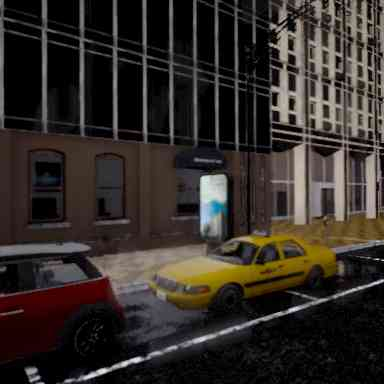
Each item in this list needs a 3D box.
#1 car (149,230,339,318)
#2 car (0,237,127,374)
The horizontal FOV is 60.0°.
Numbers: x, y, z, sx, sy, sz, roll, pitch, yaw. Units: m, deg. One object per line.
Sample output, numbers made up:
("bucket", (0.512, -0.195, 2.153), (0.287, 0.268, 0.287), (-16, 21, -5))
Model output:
("car", (1.394, 1.591, 7.550), (4.829, 1.417, 1.752), (0, -1, -36))
("car", (-3.060, 1.501, 4.362), (4.097, 1.590, 1.967), (0, -1, -36))
